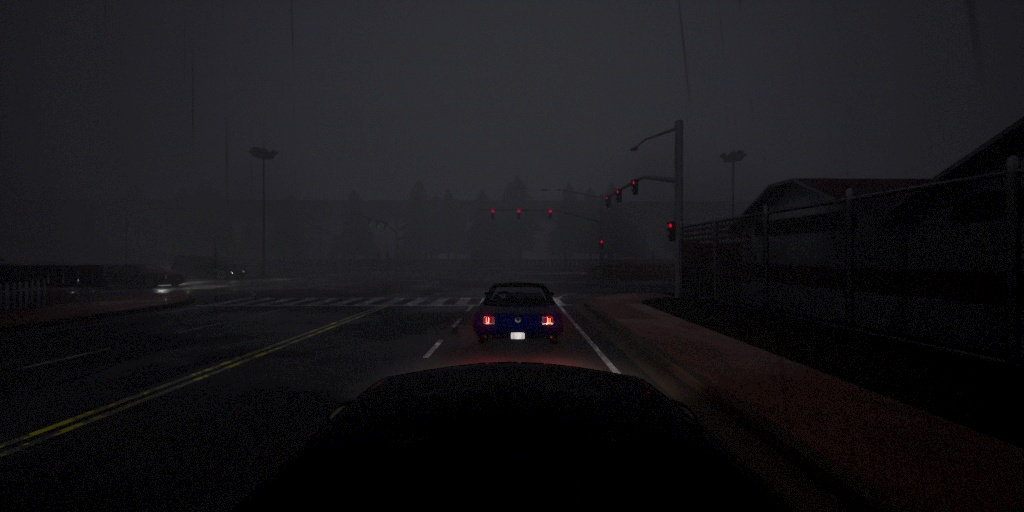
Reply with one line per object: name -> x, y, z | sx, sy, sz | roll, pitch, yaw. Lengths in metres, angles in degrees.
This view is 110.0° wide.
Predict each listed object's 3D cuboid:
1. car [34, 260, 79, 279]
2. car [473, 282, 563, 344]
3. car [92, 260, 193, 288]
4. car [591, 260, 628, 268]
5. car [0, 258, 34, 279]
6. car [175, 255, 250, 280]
car -> -37.886, 1.101, 29.987 | 4.674, 1.442, 1.812 | 2, 0, -1
car -> 0.189, 1.351, 9.579 | 1.895, 1.301, 4.718 | 0, 0, 2
car -> -24.159, 1.225, 23.207 | 5.008, 1.535, 1.882 | 0, 0, -1
car -> 11.600, 1.240, 41.528 | 4.902, 1.511, 2.128 | 0, 0, -1
car -> -39.769, 0.716, 26.443 | 5.566, 2.045, 2.150 | 2, 0, -2
car -> -25.400, 0.965, 30.188 | 5.566, 2.045, 2.150 | 0, 0, -1
